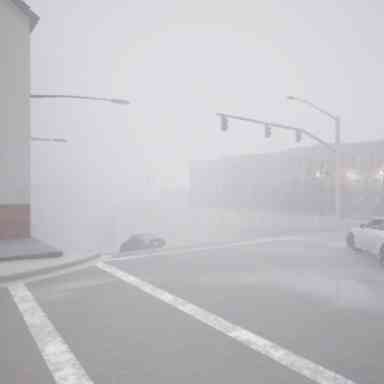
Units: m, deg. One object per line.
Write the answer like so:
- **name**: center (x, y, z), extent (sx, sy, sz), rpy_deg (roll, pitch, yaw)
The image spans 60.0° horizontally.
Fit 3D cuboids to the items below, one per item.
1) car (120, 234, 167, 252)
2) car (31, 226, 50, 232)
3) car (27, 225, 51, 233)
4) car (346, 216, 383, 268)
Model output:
- **car**: center (-3.556, 3.684, 23.736), extent (1.994, 1.385, 4.181), rpy_deg (-1, -12, -36)
- **car**: center (-38.666, 9.140, 84.024), extent (4.536, 1.218, 1.853), rpy_deg (0, 0, -7)
- **car**: center (-38.614, 9.298, 84.031), extent (4.974, 1.542, 2.038), rpy_deg (0, 0, -7)
- **car**: center (6.596, 1.492, 10.683), extent (1.812, 1.442, 4.674), rpy_deg (1, 0, 8)
